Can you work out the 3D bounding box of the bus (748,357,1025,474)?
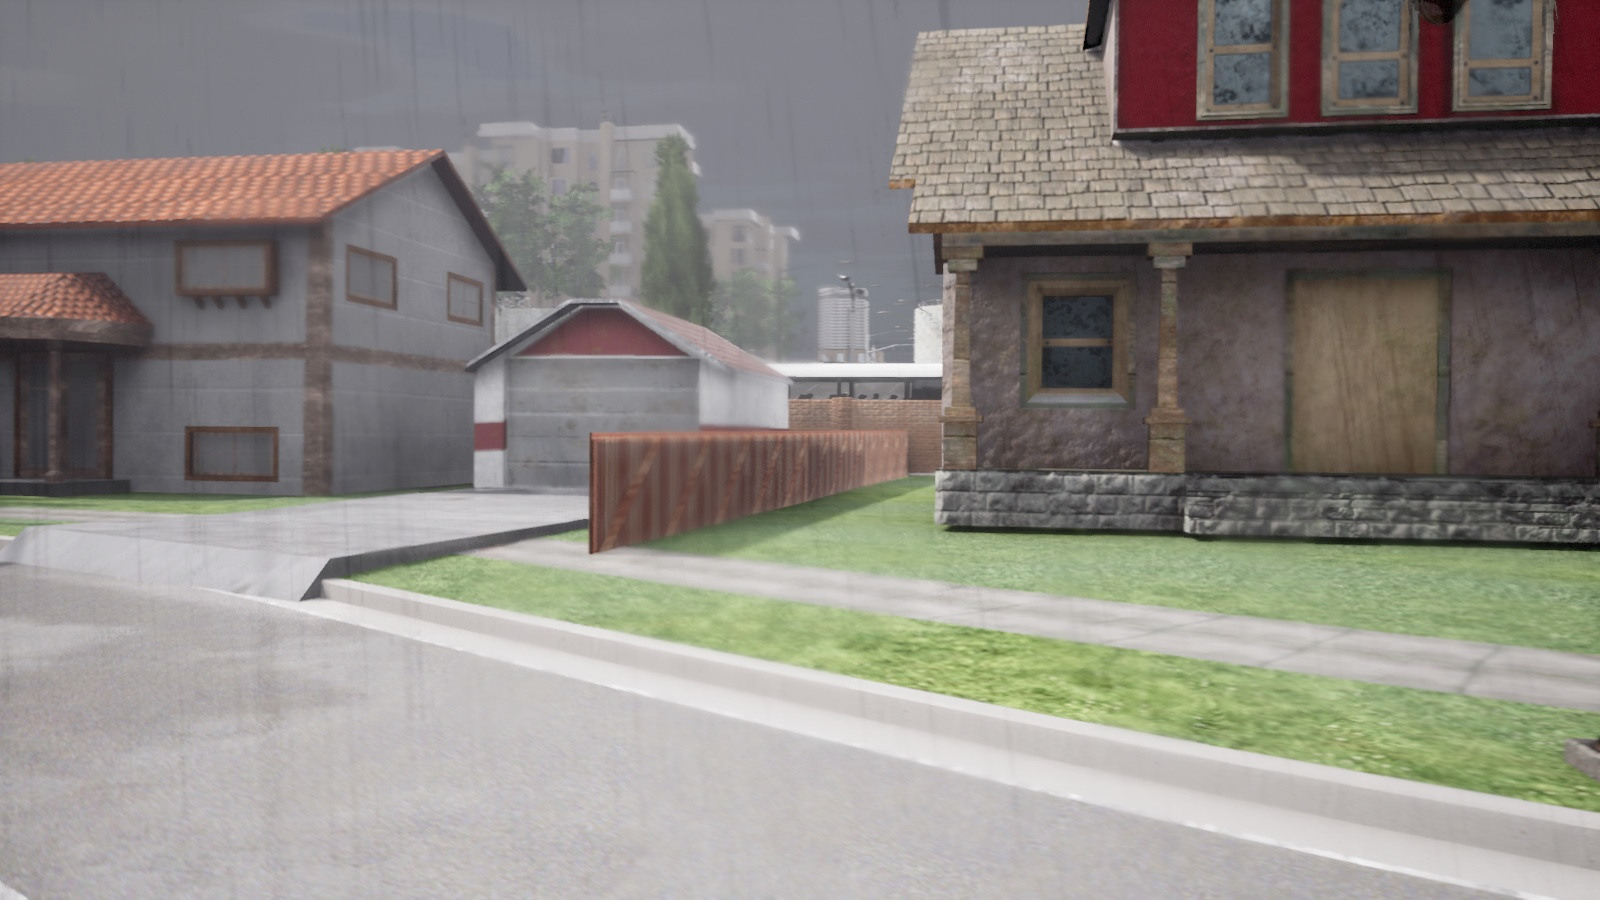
[{"bbox_3d":[3.445,-1.263,48.548,10.273,4.253,3.944,0,1,11],"label":"bus"}]
